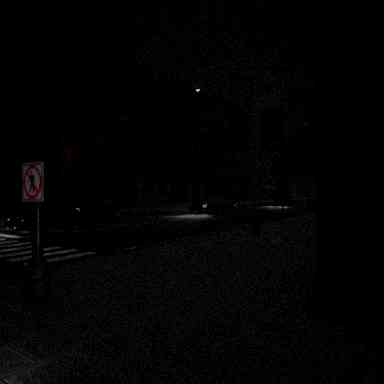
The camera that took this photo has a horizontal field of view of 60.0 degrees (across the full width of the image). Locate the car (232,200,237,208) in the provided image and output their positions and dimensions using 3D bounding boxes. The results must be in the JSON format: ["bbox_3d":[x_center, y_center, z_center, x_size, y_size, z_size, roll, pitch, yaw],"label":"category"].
[{"bbox_3d":[3.960,1.416,41.725,1.994,1.385,4.181,0,0,35],"label":"car"}]

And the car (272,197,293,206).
[{"bbox_3d":[13.602,1.315,49.589,1.837,1.490,4.892,0,0,35],"label":"car"}]

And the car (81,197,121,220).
[{"bbox_3d":[-7.635,1.290,25.352,2.097,1.767,4.553,0,0,35],"label":"car"}]

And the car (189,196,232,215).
[{"bbox_3d":[1.643,1.233,32.837,2.097,1.767,4.553,0,0,35],"label":"car"}]

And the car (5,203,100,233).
[{"bbox_3d":[-8.011,1.554,19.191,1.895,1.301,4.718,0,0,35],"label":"car"}]
